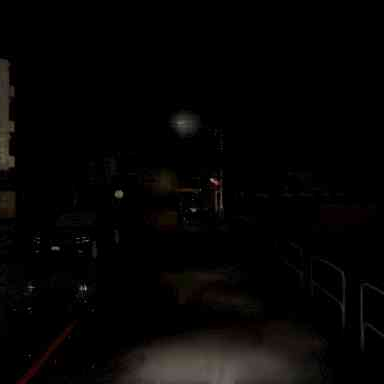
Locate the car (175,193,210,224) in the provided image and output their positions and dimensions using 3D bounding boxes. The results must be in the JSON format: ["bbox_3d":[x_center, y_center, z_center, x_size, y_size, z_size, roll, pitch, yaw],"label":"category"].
[{"bbox_3d":[0.108,1.200,23.393,2.097,1.767,4.553,0,0,0],"label":"car"}]

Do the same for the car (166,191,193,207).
[{"bbox_3d":[-1.422,0.956,41.443,2.150,2.045,5.566,1,0,-23],"label":"car"}]

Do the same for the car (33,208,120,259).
[{"bbox_3d":[-4.057,1.397,12.416,1.882,1.535,5.008,0,0,0],"label":"car"}]
